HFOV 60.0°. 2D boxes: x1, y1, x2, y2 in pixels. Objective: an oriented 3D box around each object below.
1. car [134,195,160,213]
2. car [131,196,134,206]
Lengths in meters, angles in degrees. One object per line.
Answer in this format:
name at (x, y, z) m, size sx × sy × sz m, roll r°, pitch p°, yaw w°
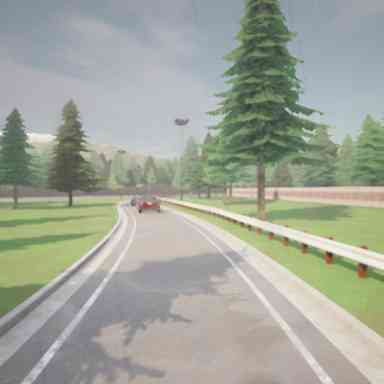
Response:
car at (-4.496, 1.125, 33.839) m, size 2.097 × 1.767 × 4.553 m, roll 0°, pitch 0°, yaw -13°
car at (-7.496, 1.184, 46.375) m, size 2.128 × 1.511 × 4.902 m, roll 0°, pitch 1°, yaw -12°
